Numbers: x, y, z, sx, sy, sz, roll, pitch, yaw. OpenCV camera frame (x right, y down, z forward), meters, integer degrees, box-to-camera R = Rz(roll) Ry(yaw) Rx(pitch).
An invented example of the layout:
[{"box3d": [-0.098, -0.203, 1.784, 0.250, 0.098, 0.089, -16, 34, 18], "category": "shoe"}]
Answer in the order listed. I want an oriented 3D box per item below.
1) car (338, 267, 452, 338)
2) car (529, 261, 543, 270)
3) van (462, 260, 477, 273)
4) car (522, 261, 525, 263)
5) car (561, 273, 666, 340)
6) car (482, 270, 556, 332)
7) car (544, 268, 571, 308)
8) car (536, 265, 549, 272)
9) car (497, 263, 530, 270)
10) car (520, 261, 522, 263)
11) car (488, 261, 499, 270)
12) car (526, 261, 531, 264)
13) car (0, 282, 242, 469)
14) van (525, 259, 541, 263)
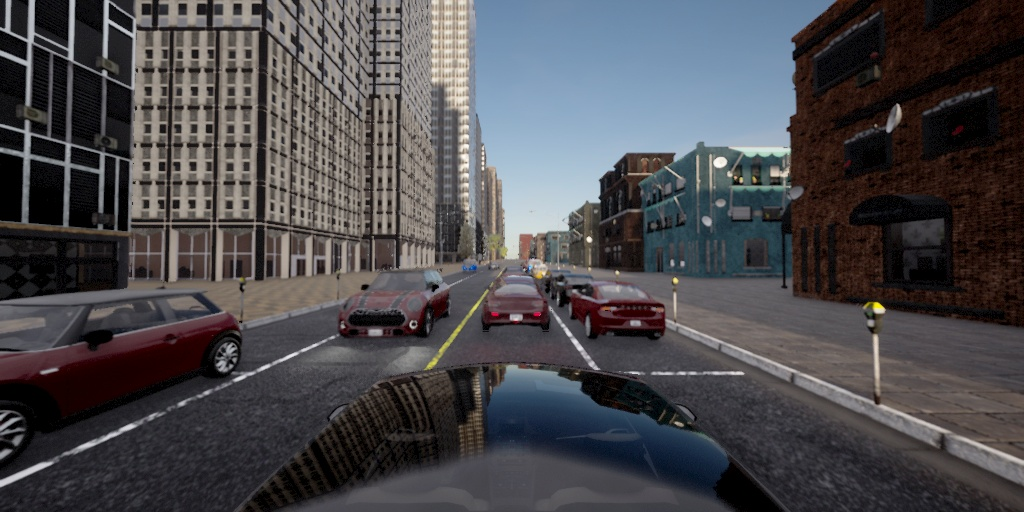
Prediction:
[{"box3d": [-3.095, 1.157, 10.378, 2.097, 1.767, 4.553, 0, 0, 0], "category": "car"}, {"box3d": [2.707, 1.461, 31.810, 1.751, 1.417, 4.829, 0, 0, 0], "category": "car"}, {"box3d": [-5.666, 1.375, 48.075, 1.690, 1.789, 3.998, 0, 0, 0], "category": "van"}, {"box3d": [2.715, 1.474, 48.074, 1.967, 1.591, 4.097, 0, 0, 0], "category": "car"}, {"box3d": [2.695, 1.348, 10.060, 1.888, 1.381, 4.507, 0, 0, 0], "category": "car"}, {"box3d": [0.103, 1.335, 11.050, 1.812, 1.442, 4.674, 0, 0, 0], "category": "car"}, {"box3d": [2.698, 1.403, 15.605, 1.948, 1.339, 4.313, 0, 0, 0], "category": "car"}, {"box3d": [2.701, 1.437, 21.149, 1.948, 1.339, 4.313, 0, 0, 0], "category": "car"}, {"box3d": [0.114, 1.476, 27.680, 1.994, 1.385, 4.181, 0, 0, 0], "category": "car"}, {"box3d": [2.718, 1.381, 53.552, 2.192, 1.841, 5.009, 0, 0, 0], "category": "car"}, {"box3d": [-2.977, 1.592, 59.229, 2.128, 1.511, 4.902, 0, 0, 0], "category": "car"}, {"box3d": [2.710, 1.519, 37.118, 2.007, 1.370, 4.403, 0, 0, 0], "category": "car"}, {"box3d": [-5.688, 1.208, 4.514, 1.967, 1.591, 4.097, 0, 0, 0], "category": "car"}, {"box3d": [2.713, 1.343, 42.596, 1.690, 1.789, 3.998, 0, 0, 0], "category": "van"}]
